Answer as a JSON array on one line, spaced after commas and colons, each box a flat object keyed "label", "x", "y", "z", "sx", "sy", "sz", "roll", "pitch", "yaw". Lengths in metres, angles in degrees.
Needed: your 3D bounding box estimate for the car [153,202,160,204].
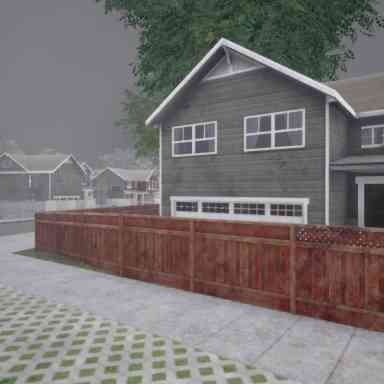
[{"label": "car", "x": -4.017, "y": 1.976, "z": 43.295, "sx": 1.895, "sy": 1.301, "sz": 4.718, "roll": 0, "pitch": 0, "yaw": 15}]
